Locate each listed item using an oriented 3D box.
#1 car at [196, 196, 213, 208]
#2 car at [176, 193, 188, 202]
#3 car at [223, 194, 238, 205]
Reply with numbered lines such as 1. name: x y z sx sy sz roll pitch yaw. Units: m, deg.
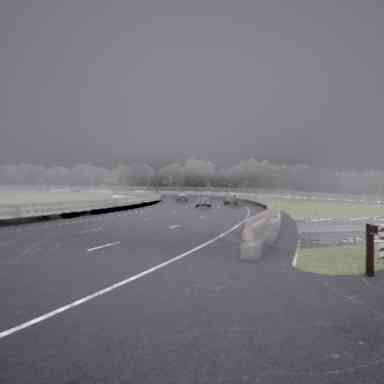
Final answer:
1. car: 1.489 1.169 39.739 2.033 1.411 5.357 0 1 6
2. car: -1.726 0.940 58.959 1.812 1.442 4.674 1 1 -4
3. car: 5.432 1.066 47.373 2.128 1.511 4.902 1 1 2
